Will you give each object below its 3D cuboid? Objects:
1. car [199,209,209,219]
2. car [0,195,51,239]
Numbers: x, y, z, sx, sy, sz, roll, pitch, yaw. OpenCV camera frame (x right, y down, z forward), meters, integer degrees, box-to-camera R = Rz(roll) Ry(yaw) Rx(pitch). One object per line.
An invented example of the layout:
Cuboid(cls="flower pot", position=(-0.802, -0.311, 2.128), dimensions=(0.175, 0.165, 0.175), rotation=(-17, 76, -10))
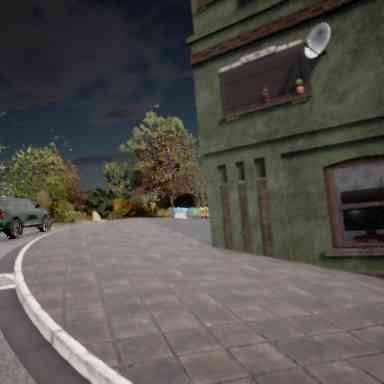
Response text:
Cuboid(cls="car", position=(3.095, 2.621, 40.286), dimensions=(5.008, 1.535, 1.882), rotation=(4, -10, -41))
Cuboid(cls="car", position=(-9.208, 1.272, 16.856), dimensions=(2.150, 2.045, 5.566), rotation=(-6, -2, -2))
